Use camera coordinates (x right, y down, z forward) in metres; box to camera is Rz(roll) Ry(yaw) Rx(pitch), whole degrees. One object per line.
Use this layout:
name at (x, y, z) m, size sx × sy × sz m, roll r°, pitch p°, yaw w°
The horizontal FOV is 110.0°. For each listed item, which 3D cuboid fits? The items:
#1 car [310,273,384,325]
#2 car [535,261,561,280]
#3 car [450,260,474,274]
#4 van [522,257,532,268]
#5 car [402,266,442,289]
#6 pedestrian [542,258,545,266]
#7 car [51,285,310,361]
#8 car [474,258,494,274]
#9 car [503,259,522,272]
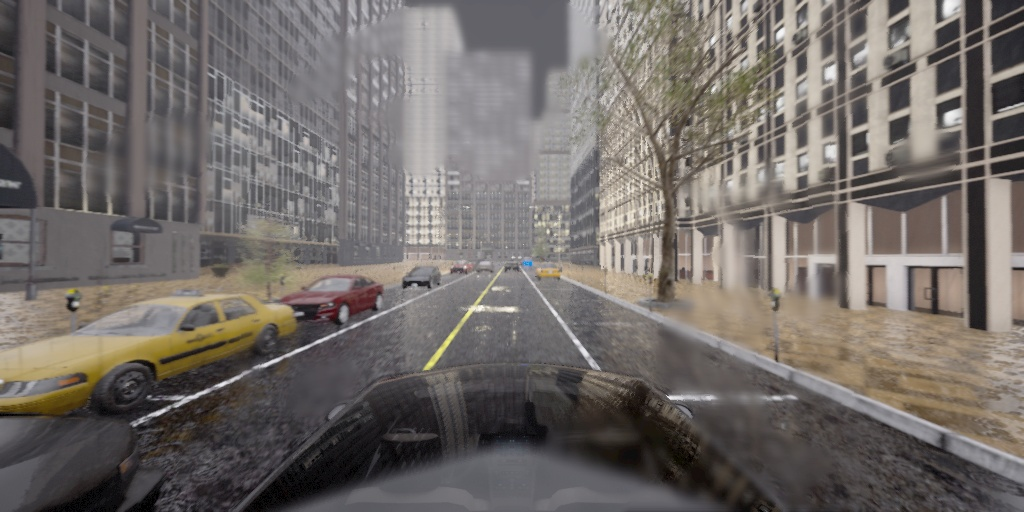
car at (-5.690, 1.295, 11.840) m, size 1.888 × 1.381 × 4.507 m, roll 0°, pitch 0°, yaw 0°
car at (2.996, 1.204, 30.578) m, size 1.801 × 1.575 × 5.366 m, roll 0°, pitch 0°, yaw 0°
car at (-5.695, 1.187, 40.054) m, size 1.967 × 1.591 × 4.097 m, roll 0°, pitch 0°, yaw 0°
van at (2.683, 1.083, 62.620) m, size 1.690 × 1.789 × 3.998 m, roll 0°, pitch 0°, yaw 0°
car at (-5.692, 1.315, 23.125) m, size 1.948 × 1.339 × 4.313 m, roll 0°, pitch 0°, yaw 0°
pedestrian at (2.951, 1.042, 33.578) m, size 0.375 × 1.860 × 0.375 m, roll 1°, pitch -1°, yaw 0°
car at (-5.689, 1.276, 6.027) m, size 1.751 × 1.417 × 4.829 m, roll 0°, pitch 0°, yaw 0°
car at (-3.071, 1.294, 41.901) m, size 2.033 × 1.411 × 5.357 m, roll 0°, pitch 0°, yaw 0°
car at (0.010, 1.248, 45.548) m, size 1.837 × 1.490 × 4.892 m, roll 0°, pitch -1°, yaw 0°
